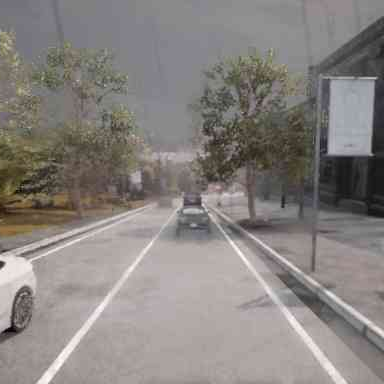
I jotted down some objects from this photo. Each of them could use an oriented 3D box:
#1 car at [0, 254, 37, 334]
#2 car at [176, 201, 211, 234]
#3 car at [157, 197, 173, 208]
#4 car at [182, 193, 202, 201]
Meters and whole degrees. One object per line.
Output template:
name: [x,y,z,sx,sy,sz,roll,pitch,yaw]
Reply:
car: [-3.601,1.520,4.054,1.812,1.442,4.674,0,0,0]
car: [0.082,1.490,18.993,1.812,1.442,4.674,0,0,0]
car: [-3.626,1.422,46.039,1.837,1.490,4.892,0,0,0]
car: [0.060,1.147,39.670,2.150,2.045,5.566,0,0,0]
